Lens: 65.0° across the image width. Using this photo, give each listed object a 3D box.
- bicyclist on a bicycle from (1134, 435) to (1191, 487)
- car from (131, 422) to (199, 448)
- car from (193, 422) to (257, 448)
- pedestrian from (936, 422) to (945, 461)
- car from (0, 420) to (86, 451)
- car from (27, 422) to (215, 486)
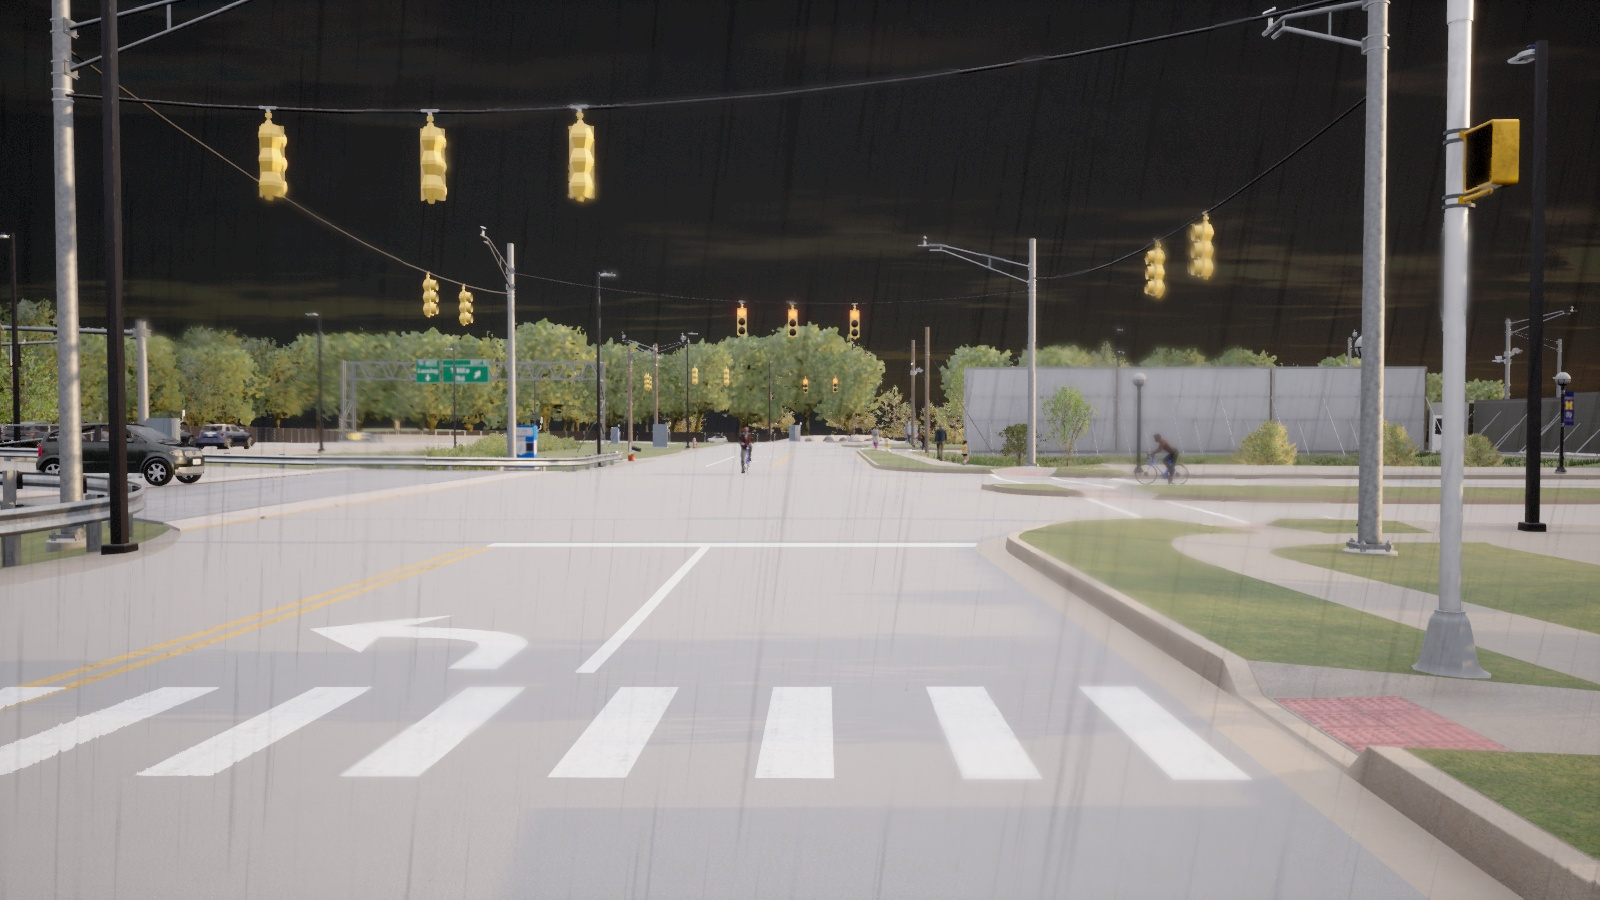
[{"bbox_3d":[11.427,0.329,39.639,1.656,1.620,0.582,1,1,11],"label":"bicyclist on a bicycle"},{"bbox_3d":[-37.103,-0.860,73.495,1.970,1.475,3.806,0,1,1],"label":"car"},{"bbox_3d":[-33.603,-0.857,73.470,1.970,1.475,3.806,0,1,1],"label":"car"},{"bbox_3d":[6.689,-0.395,59.839,0.402,1.842,0.726,0,2,3],"label":"pedestrian"},{"bbox_3d":[-37.297,-0.690,61.808,1.816,1.474,4.193,0,1,1],"label":"car"},{"bbox_3d":[-16.832,0.080,31.250,3.705,1.549,1.789,0,1,1],"label":"car"}]
